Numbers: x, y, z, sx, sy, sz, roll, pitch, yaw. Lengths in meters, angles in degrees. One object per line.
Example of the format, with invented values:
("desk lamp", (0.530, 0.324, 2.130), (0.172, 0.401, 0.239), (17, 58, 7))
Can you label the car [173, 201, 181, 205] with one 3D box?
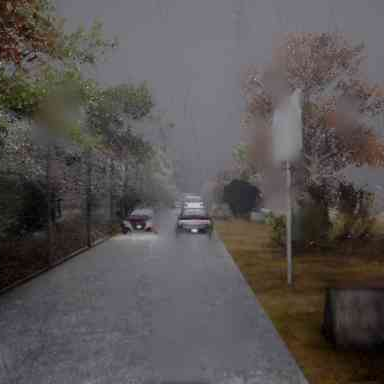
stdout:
("car", (-2.519, 2.469, 60.930), (2.128, 1.511, 4.902), (0, -2, 1))

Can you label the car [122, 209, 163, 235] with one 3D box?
("car", (-2.819, 1.675, 19.590), (1.994, 1.385, 4.181), (0, -1, 0))

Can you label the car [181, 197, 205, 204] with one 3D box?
("car", (0.219, 1.592, 37.214), (2.150, 2.045, 5.566), (0, -1, 0))

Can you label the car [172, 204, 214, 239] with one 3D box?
("car", (0.125, 1.584, 17.764), (2.128, 1.511, 4.902), (0, -1, 0))
